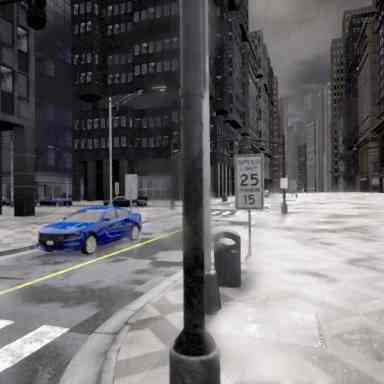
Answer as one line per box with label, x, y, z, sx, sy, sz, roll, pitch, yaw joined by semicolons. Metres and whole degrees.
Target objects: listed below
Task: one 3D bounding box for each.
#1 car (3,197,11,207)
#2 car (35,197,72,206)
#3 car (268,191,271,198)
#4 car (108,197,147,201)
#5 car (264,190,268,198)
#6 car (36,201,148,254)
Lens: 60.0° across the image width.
car;-26.347;1.327;43.064;4.718;1.301;1.895;0;0;19
car;-16.669;1.238;39.739;4.718;1.301;1.895;-1;0;19
car;14.604;0.406;66.634;2.128;1.511;4.902;-1;1;19
car;-7.242;1.147;36.496;4.718;1.301;1.895;-1;0;19
car;11.229;0.628;56.940;1.994;1.385;4.181;-1;1;19
car;-3.755;1.323;13.048;1.882;1.535;5.008;-1;1;19
